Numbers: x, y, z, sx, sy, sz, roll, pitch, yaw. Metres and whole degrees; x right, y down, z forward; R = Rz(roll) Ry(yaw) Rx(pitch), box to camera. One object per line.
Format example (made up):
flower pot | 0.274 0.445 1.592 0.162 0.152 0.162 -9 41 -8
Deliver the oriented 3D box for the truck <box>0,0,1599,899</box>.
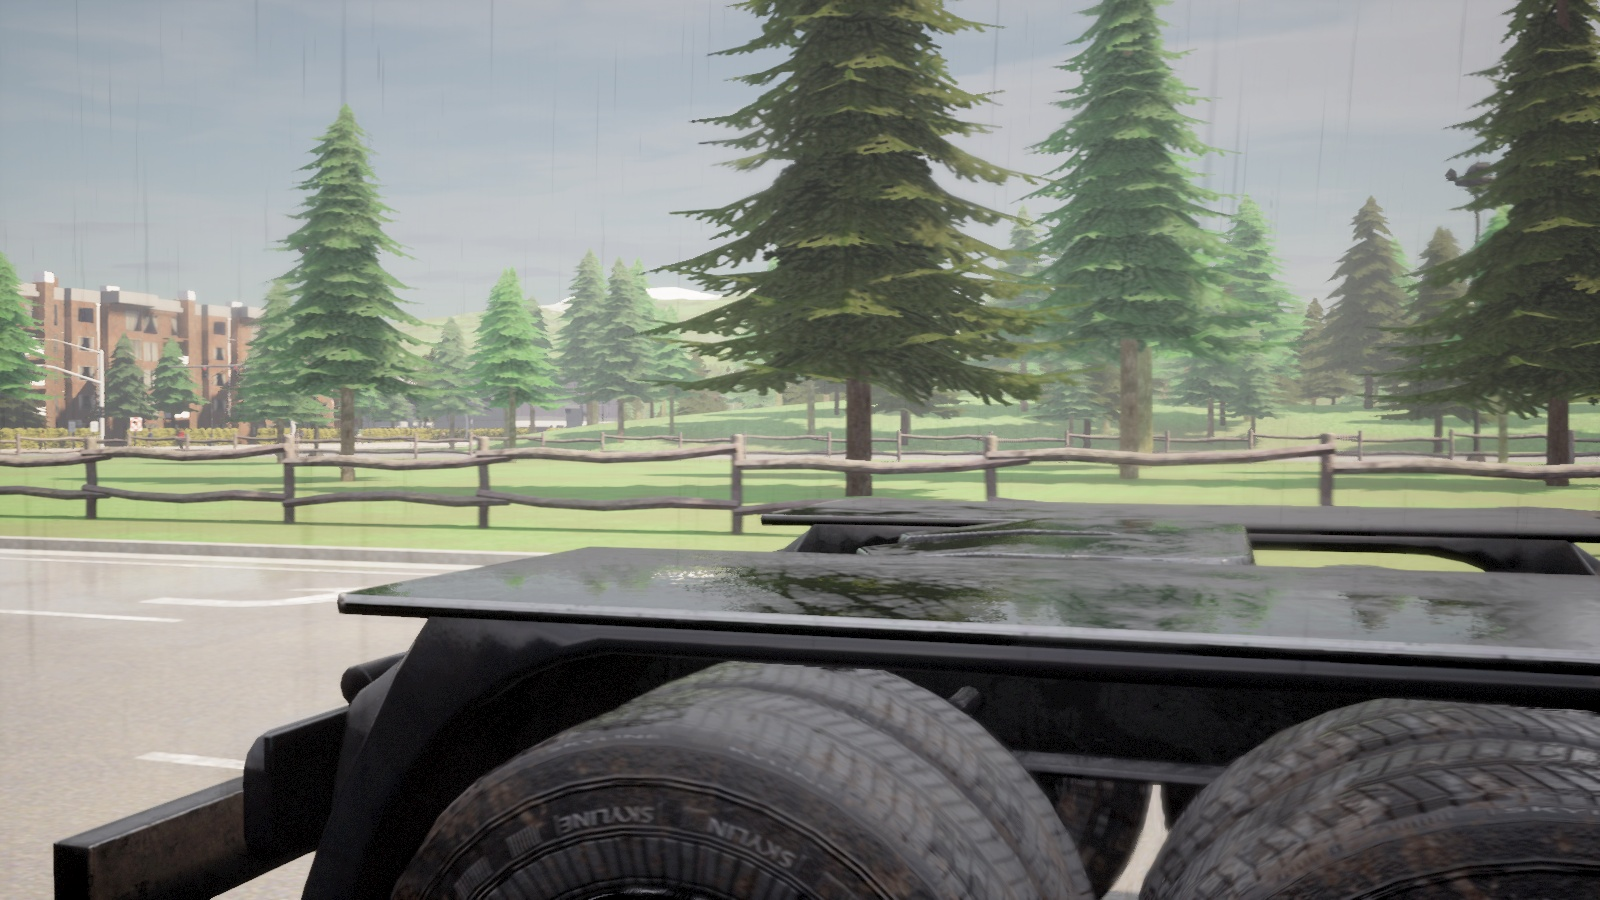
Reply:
truck | 2.777 -0.181 2.242 7.936 3.462 2.891 1 1 19
